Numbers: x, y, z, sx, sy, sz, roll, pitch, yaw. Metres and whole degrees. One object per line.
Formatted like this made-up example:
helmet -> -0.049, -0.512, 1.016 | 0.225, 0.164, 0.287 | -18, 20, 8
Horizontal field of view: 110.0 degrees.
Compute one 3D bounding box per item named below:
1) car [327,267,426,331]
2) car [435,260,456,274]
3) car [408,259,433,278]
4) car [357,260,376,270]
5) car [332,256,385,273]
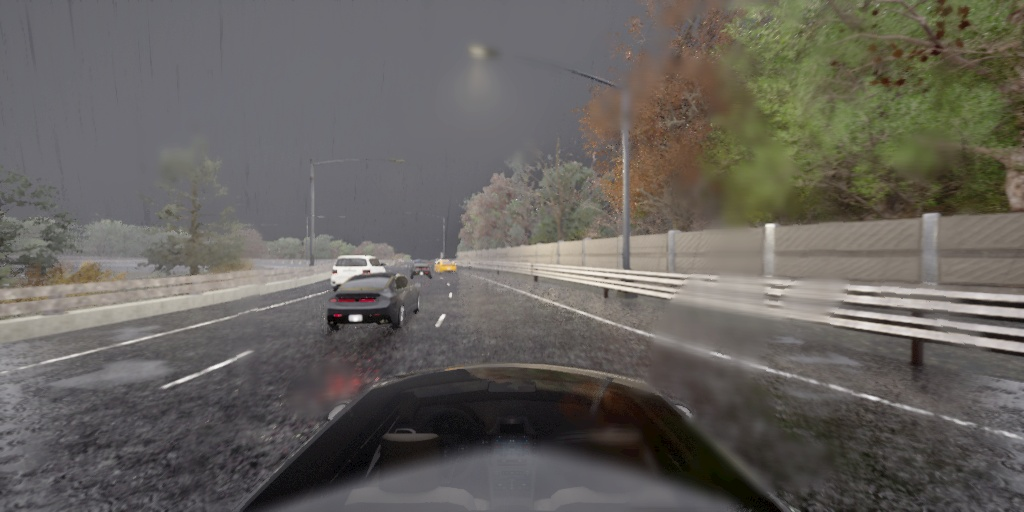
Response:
car -> -4.055, 1.271, 11.185 | 1.837, 1.490, 4.892 | 0, 0, -5
car -> -7.820, 1.259, 41.825 | 1.882, 1.535, 5.008 | 0, 0, -21
car -> -8.690, 1.289, 33.937 | 1.837, 1.490, 4.892 | 0, 0, -17
car -> -23.380, 1.368, 57.628 | 1.812, 1.442, 4.674 | 0, 0, -35
car -> -9.025, 1.007, 21.493 | 2.150, 2.045, 5.566 | 0, 0, -10
